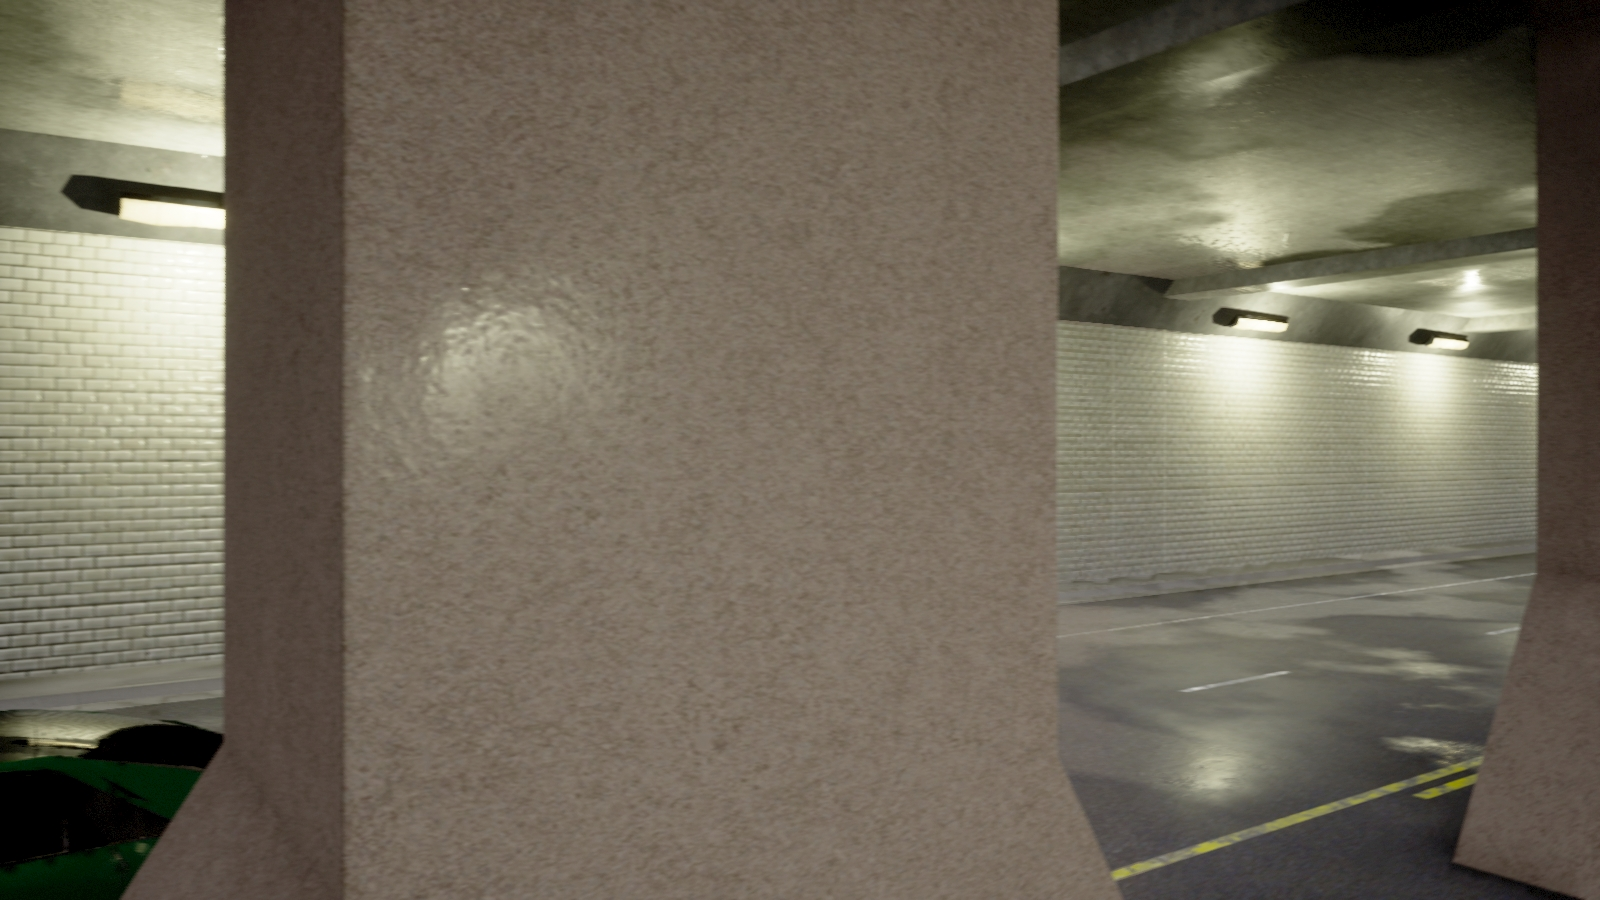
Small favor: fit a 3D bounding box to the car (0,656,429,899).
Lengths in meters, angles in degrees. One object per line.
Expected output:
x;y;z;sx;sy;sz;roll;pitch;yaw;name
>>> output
-4.423;2.060;5.005;4.892;1.480;2.231;0;0;-34;car
